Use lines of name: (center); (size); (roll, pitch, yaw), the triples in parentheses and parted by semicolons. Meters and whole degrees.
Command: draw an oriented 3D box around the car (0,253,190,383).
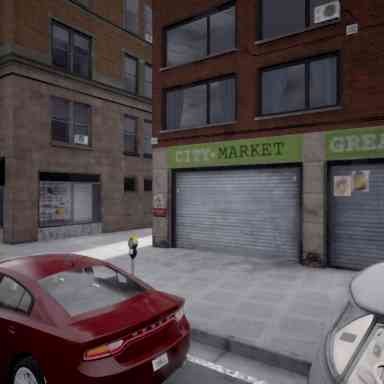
car: (-2.127, 1.544, 4.592); (4.507, 1.381, 1.887); (0, 0, 35)

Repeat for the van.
van: (2.482, 1.341, 1.306); (3.998, 1.788, 1.690); (0, 0, 35)
